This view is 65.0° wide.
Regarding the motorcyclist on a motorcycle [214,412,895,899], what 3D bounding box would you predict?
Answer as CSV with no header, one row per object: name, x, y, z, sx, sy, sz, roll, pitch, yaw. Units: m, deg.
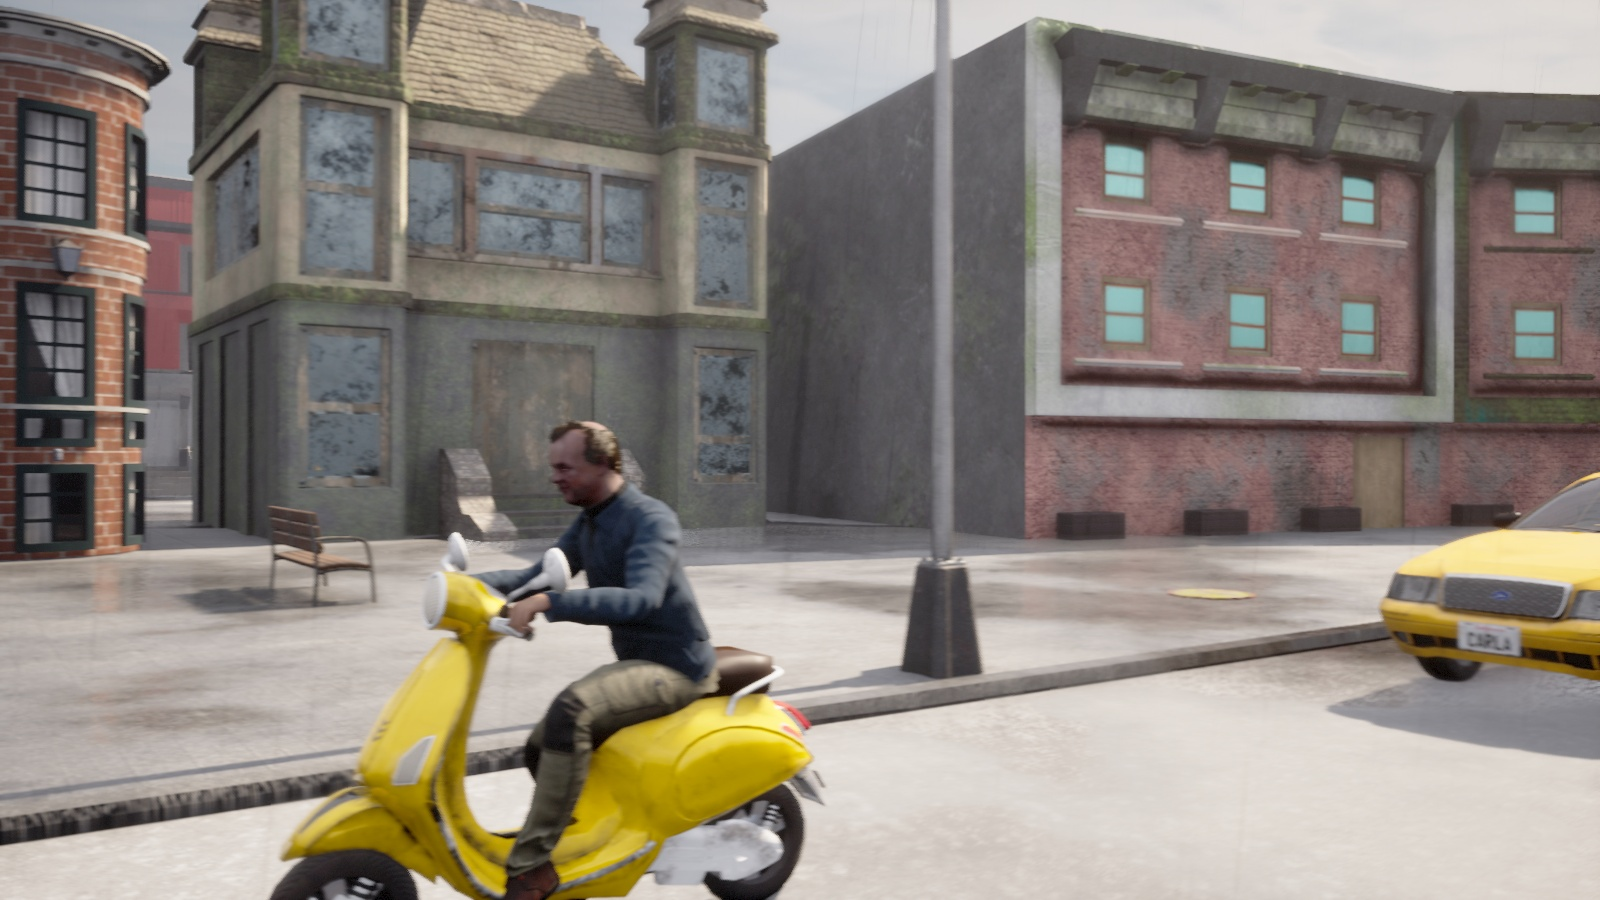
motorcyclist on a motorcycle,-0.695,0.709,3.782,1.817,1.590,0.866,0,0,-35

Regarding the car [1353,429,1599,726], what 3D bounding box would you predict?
car,6.159,0.696,8.602,5.366,1.575,1.801,0,0,-35
